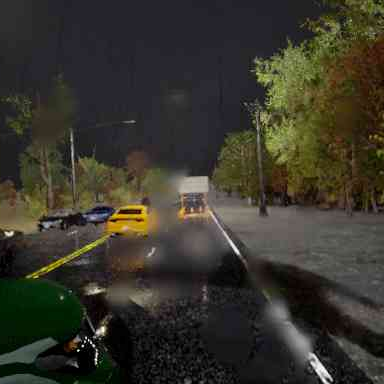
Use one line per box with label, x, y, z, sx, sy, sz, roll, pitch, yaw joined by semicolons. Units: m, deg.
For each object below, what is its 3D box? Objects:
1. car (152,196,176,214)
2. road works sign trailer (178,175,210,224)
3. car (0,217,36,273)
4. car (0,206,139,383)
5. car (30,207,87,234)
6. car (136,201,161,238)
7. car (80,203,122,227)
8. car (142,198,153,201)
car;-2.828;1.625;36.933;2.128;1.511;4.902;-7;2;1
road works sign trailer;0.166;0.515;25.739;2.380;3.560;2.880;-3;0;1
car;-6.466;1.581;8.815;2.033;1.411;5.357;0;0;1
car;-3.194;1.390;1.584;5.566;2.045;2.150;-7;4;-38
car;-9.664;2.022;24.628;2.128;1.511;4.902;-3;0;1
car;-3.006;1.478;17.590;1.882;1.535;5.008;0;0;0
car;-6.425;1.739;23.976;1.812;1.442;4.674;-2;-7;-1
car;-8.917;1.870;66.003;1.882;1.535;5.008;-3;0;2
